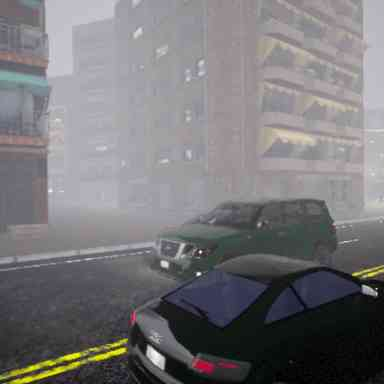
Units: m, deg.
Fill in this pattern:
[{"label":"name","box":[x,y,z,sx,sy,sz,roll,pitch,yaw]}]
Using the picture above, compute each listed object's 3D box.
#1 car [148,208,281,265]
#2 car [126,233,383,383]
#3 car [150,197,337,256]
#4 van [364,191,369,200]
[{"label":"car","box":[0.975,1.474,12.434,4.892,1.490,1.837,-1,0,-36]},{"label":"car","box":[1.277,1.549,4.385,4.181,1.385,1.994,0,0,-36]},{"label":"car","box":[1.640,1.193,8.885,5.566,2.045,2.150,-1,0,-36]},{"label":"van","box":[31.741,0.588,63.916,3.998,1.788,1.690,1,0,21]}]
